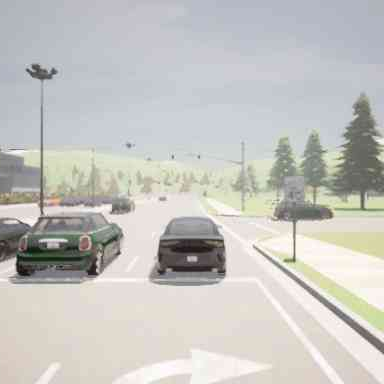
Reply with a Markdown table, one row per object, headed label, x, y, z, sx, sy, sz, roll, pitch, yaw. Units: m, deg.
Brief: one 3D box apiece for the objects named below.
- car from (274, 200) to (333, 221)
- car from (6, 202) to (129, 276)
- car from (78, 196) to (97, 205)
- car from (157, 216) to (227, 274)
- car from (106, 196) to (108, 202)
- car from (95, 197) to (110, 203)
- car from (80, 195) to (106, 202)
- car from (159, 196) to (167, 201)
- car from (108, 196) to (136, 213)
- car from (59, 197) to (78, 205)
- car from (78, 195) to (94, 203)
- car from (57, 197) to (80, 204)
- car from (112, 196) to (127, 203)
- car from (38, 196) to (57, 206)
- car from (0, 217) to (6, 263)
| label | x | y | z | sx | sy | sz | roll | pitch | yaw |
| --- | --- | --- | --- | --- | --- | --- | --- | --- | --- |
| car | 9.185 | 1.408 | 27.417 | 4.553 | 1.767 | 2.097 | 0 | 0 | -2 |
| car | -3.554 | 1.376 | 10.556 | 2.097 | 1.767 | 4.553 | 0 | 0 | -1 |
| car | -19.451 | 1.612 | 62.268 | 1.882 | 1.535 | 5.008 | 0 | 0 | 0 |
| car | -0.015 | 1.500 | 10.651 | 1.882 | 1.535 | 5.008 | 0 | 0 | 0 |
| car | -15.947 | 1.488 | 63.085 | 2.097 | 1.767 | 4.553 | 0 | 0 | 0 |
| car | -19.400 | 1.751 | 72.275 | 1.895 | 1.301 | 4.718 | 0 | 0 | 0 |
| car | -15.994 | 1.621 | 53.910 | 1.837 | 1.490 | 4.892 | 0 | 0 | 0 |
| car | -7.818 | 1.715 | 89.617 | 2.128 | 1.511 | 4.902 | 0 | 0 | 0 |
| car | -7.868 | 1.435 | 38.540 | 2.097 | 1.767 | 4.553 | 0 | 0 | -1 |
| car | -22.953 | 1.699 | 62.020 | 1.994 | 1.385 | 4.181 | 0 | 0 | 0 |
| car | -22.900 | 1.511 | 72.181 | 2.097 | 1.767 | 4.553 | 0 | 0 | 0 |
| car | -19.496 | 1.680 | 53.513 | 1.994 | 1.385 | 4.181 | 0 | 0 | 0 |
| car | -15.896 | 1.682 | 73.089 | 2.128 | 1.511 | 4.902 | 0 | 0 | 0 |
| car | -22.996 | 1.470 | 53.691 | 2.097 | 1.767 | 4.553 | 0 | 0 | 0 |
| car | -7.096 | 1.591 | 12.120 | 1.994 | 1.385 | 4.181 | 0 | 0 | -1 |
